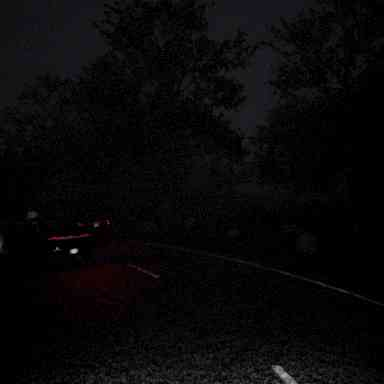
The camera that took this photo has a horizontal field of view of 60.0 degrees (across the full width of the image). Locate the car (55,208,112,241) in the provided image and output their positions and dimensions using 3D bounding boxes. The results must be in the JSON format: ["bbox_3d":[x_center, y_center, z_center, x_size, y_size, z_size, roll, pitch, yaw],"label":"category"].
[{"bbox_3d":[-6.221,1.618,16.934,4.553,1.767,2.097,-1,0,36],"label":"car"}]

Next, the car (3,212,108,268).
[{"bbox_3d":[-5.404,1.696,12.248,2.128,1.511,4.902,0,-1,-44],"label":"car"}]
